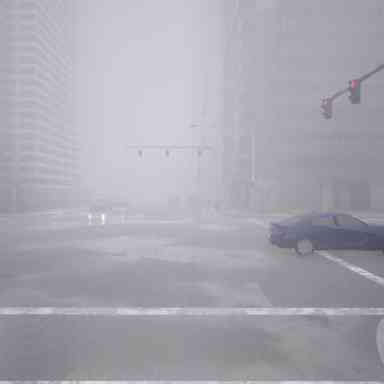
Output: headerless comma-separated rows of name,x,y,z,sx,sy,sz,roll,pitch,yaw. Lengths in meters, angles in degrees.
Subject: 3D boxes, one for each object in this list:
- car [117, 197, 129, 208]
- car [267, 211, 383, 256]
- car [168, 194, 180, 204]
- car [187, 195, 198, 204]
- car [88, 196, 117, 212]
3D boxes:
car,-10.630,1.526,49.627,1.812,1.442,4.674,0,0,0
car,5.374,1.478,12.488,5.008,1.535,1.882,0,0,0
car,-3.454,1.352,63.494,2.097,1.767,4.553,0,0,0
car,0.050,1.352,63.498,2.097,1.767,4.553,0,0,0
car,-10.632,1.505,39.367,1.837,1.490,4.892,0,0,0
